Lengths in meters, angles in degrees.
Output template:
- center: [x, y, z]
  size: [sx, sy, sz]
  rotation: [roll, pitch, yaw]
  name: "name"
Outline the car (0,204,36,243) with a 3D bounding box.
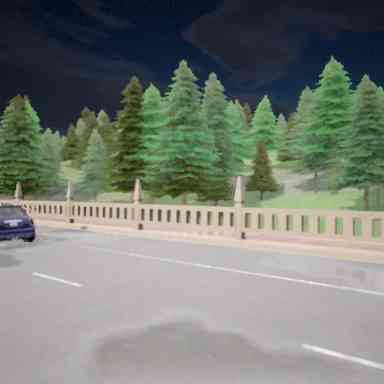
- center: [-8.901, 1.314, 14.614]
  size: [4.553, 1.767, 2.097]
  rotation: [0, 0, 36]
  name: "car"
